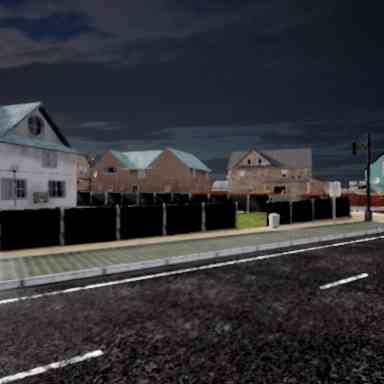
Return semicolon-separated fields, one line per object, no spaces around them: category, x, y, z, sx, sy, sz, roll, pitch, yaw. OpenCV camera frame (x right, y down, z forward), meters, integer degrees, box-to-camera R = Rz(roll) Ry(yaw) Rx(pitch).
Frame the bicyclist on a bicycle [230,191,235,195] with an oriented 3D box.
bicyclist on a bicycle;4.784;0.686;39.357;0.582;1.620;1.656;1;1;19
